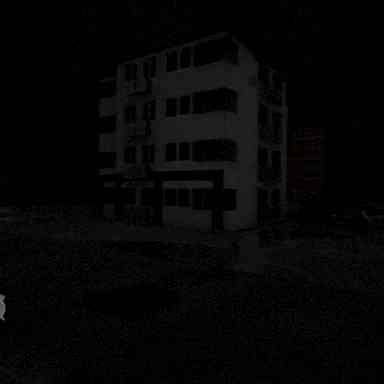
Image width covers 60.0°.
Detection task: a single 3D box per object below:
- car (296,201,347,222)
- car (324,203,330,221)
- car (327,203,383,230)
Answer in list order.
[{"bbox_3d":[8.923,1.355,22.562,1.845,1.501,3.633,0,1,-43],"label":"car"},{"bbox_3d":[10.999,1.636,20.662,4.974,1.542,2.038,0,0,-25],"label":"car"},{"bbox_3d":[10.953,1.478,20.639,4.536,1.218,1.853,0,0,-25],"label":"car"}]
